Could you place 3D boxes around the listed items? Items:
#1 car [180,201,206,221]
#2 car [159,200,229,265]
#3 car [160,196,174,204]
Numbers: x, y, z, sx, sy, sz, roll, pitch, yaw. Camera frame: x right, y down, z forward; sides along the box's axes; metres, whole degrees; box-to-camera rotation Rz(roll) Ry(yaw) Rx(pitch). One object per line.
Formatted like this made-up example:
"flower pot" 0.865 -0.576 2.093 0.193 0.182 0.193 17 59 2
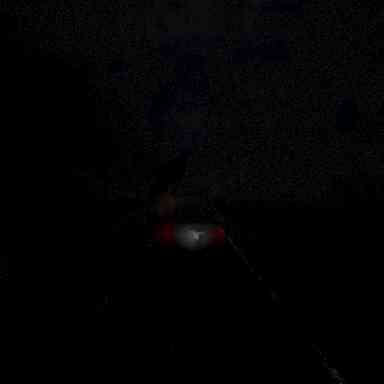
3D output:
"car" 0.071 1.522 27.472 1.994 1.385 4.181 0 0 0
"car" 0.068 1.334 11.741 2.097 1.767 4.553 0 0 0
"car" -3.588 1.395 48.943 1.882 1.535 5.008 0 0 0
